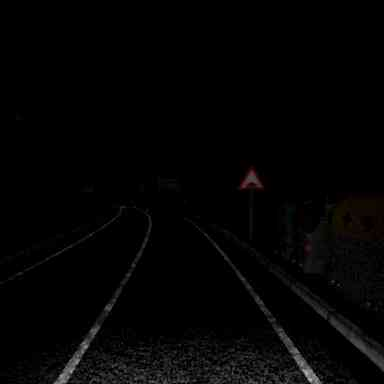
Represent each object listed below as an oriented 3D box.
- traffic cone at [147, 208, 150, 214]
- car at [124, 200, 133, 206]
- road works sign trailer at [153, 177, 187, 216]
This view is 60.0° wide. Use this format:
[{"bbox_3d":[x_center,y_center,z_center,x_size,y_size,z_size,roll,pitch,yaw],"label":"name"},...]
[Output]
[{"bbox_3d":[-4.907,2.155,37.492,0.340,0.580,0.340,0,-1,-10],"label":"traffic cone"},{"bbox_3d":[-14.425,2.441,75.452,2.033,1.411,5.357,0,0,-12],"label":"car"},{"bbox_3d":[-2.147,0.264,31.070,2.380,3.560,2.880,0,-26,-20],"label":"road works sign trailer"}]
